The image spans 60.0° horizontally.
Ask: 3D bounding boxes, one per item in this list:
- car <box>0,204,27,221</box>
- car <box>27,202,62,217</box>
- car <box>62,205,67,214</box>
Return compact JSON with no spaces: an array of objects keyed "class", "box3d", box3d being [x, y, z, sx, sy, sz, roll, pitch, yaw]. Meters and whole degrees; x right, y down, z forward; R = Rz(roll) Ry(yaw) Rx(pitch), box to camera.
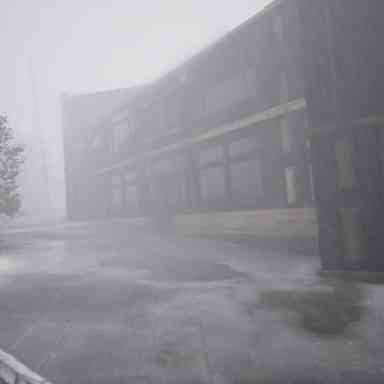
[{"class":"car","box3d":[-20.266,2.417,36.075,1.837,1.490,4.892,-4,-1,-3]},{"class":"car","box3d":[-22.546,2.591,49.606,2.435,2.045,5.566,-5,-1,13]},{"class":"car","box3d":[-20.802,2.840,55.342,2.097,1.535,5.008,-5,-1,19]}]
